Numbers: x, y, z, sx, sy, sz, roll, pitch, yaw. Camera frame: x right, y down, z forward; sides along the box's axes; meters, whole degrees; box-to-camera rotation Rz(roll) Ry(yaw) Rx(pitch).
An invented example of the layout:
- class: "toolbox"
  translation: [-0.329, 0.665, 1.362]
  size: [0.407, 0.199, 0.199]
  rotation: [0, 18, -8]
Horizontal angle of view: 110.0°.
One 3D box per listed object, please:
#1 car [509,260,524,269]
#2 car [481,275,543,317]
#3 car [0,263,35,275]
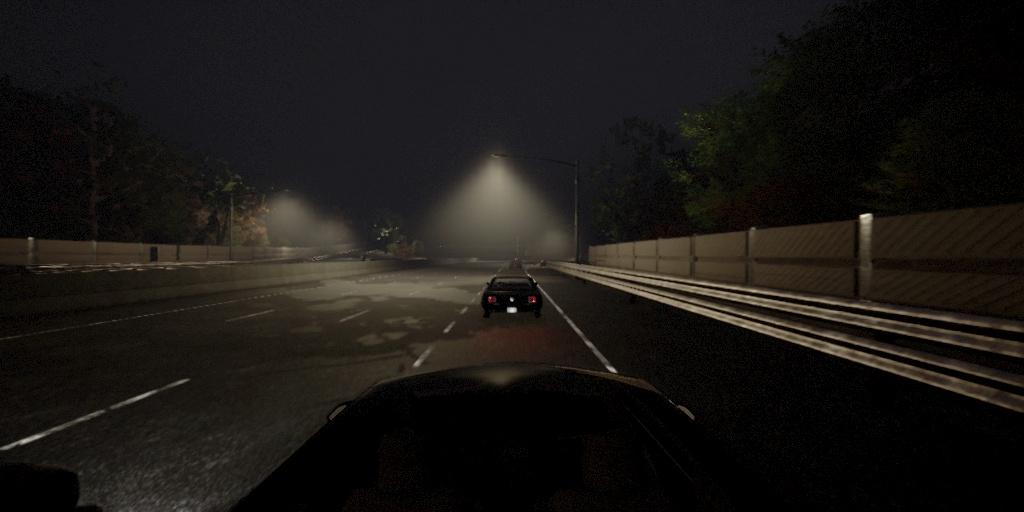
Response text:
- class: "car"
  translation: [0.736, 1.286, 55.629]
  size: [1.812, 1.442, 4.674]
  rotation: [0, 0, 7]
- class: "car"
  translation: [0.004, 1.345, 13.031]
  size: [1.895, 1.301, 4.718]
  rotation: [0, 0, 0]
- class: "car"
  translation: [-21.084, 1.096, 13.488]
  size: [2.097, 1.767, 4.553]
  rotation: [0, 0, 0]
